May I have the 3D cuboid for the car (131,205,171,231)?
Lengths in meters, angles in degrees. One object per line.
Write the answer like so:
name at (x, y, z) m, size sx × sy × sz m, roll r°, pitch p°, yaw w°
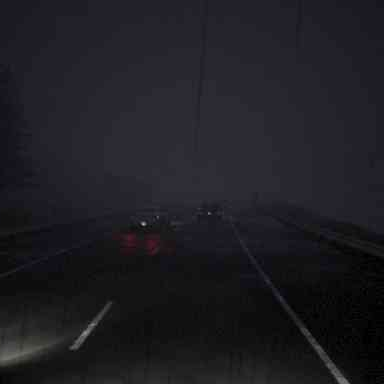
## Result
car at (-2.487, 1.517, 20.639) m, size 1.812 × 1.442 × 4.674 m, roll 0°, pitch 0°, yaw 4°

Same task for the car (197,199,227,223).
car at (1.454, 1.541, 25.724) m, size 2.033 × 1.411 × 5.357 m, roll 0°, pitch 0°, yaw 6°
